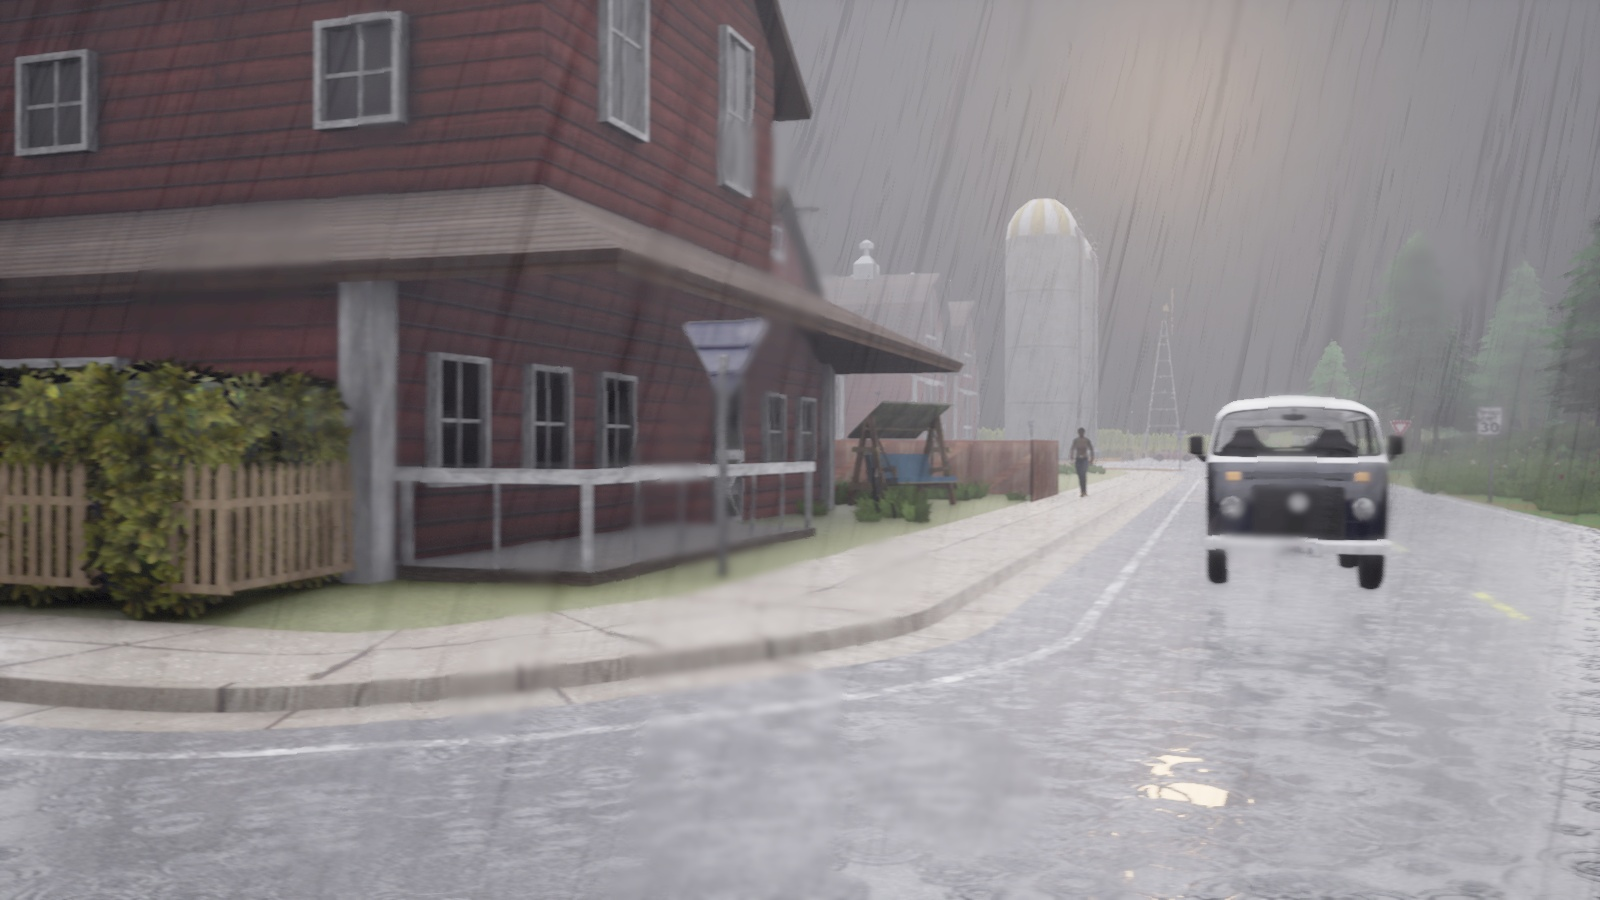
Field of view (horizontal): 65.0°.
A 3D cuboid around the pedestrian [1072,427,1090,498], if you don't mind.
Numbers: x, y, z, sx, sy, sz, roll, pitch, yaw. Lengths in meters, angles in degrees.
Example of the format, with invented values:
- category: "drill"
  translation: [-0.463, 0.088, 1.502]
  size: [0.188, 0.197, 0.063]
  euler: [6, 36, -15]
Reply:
- category: "pedestrian"
  translation: [7.226, 0.322, 32.296]
  size: [0.328, 1.805, 0.869]
  euler: [1, 0, 18]

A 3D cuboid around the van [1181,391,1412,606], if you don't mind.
- category: "van"
  translation: [5.519, 0.444, 14.336]
  size: [2.069, 2.038, 4.480]
  euler: [1, 0, 19]
